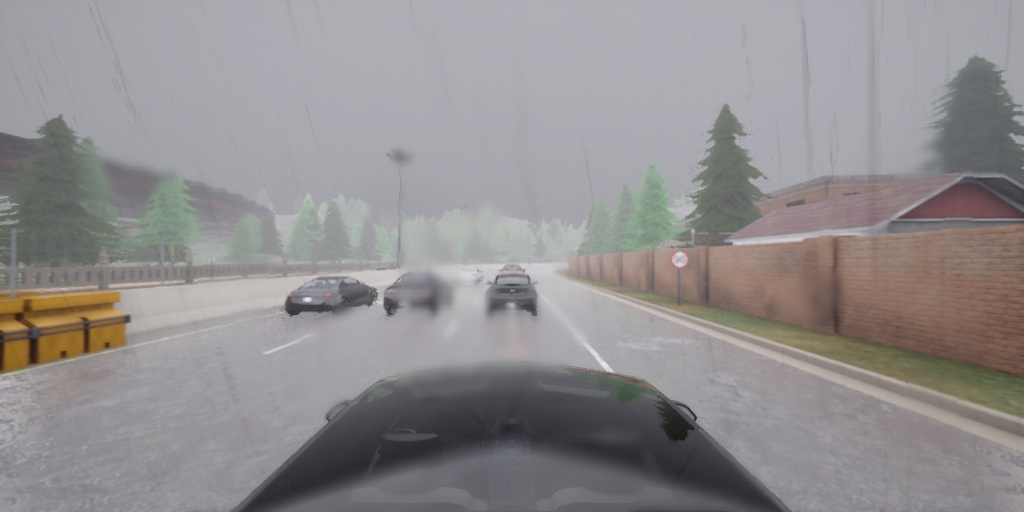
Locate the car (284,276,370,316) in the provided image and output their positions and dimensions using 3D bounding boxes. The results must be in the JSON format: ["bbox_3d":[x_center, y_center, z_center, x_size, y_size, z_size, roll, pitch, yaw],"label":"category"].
[{"bbox_3d":[-6.958,1.479,14.246,1.994,1.385,4.181,0,-1,0],"label":"car"}]

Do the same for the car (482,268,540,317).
[{"bbox_3d":[0.040,1.418,14.126,1.837,1.490,4.892,0,0,0],"label":"car"}]

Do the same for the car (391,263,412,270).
[{"bbox_3d":[-16.767,1.948,56.795,1.882,1.535,5.008,0,-1,7],"label":"car"}]

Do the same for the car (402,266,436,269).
[{"bbox_3d":[-6.958,1.701,28.488,1.895,1.301,4.718,0,-1,0],"label":"car"}]

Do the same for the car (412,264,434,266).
[{"bbox_3d":[-13.337,1.938,56.037,1.882,1.535,5.008,0,0,6],"label":"car"}]

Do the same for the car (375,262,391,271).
[{"bbox_3d":[-20.166,1.835,57.805,2.097,1.767,4.553,0,-1,7],"label":"car"}]

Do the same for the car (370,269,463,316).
[{"bbox_3d":[-3.460,1.404,14.091,2.128,1.511,4.902,0,-1,0],"label":"car"}]

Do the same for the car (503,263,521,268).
[{"bbox_3d":[0.047,1.458,29.008,2.097,1.767,4.553,0,-1,0],"label":"car"}]

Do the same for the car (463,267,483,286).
[{"bbox_3d":[-3.445,1.642,29.781,1.812,1.442,4.674,0,0,0],"label":"car"}]
